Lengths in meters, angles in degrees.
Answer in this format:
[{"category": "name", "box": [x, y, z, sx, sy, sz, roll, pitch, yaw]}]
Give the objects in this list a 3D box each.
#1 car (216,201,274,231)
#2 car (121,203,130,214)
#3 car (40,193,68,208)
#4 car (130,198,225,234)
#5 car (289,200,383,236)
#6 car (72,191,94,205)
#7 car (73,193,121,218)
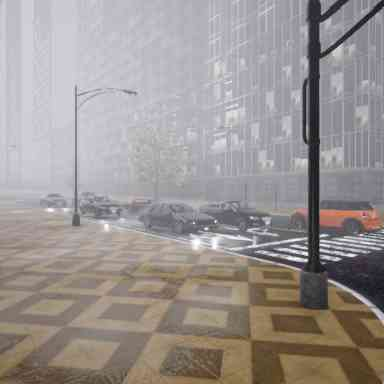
[{"category": "car", "box": [2.330, 1.254, 18.784, 2.128, 1.511, 4.902, 0, 1, -38]}, {"category": "car", "box": [-3.436, 1.192, 26.130, 1.895, 1.301, 4.718, 0, 1, -38]}, {"category": "car", "box": [-14.794, 0.859, 35.390, 1.812, 1.442, 4.674, 0, 1, -38]}, {"category": "car", "box": [-0.953, 1.292, 17.700, 2.033, 1.411, 5.357, 0, 1, -38]}, {"category": "car", "box": [7.485, 1.181, 17.807, 2.097, 1.767, 4.553, 0, 1, -38]}, {"category": "car", "box": [-11.451, 0.705, 36.386, 2.097, 1.767, 4.553, 0, 1, -38]}, {"category": "car", "box": [-7.027, 1.056, 25.442, 2.128, 1.511, 4.902, 0, 1, -38]}]
